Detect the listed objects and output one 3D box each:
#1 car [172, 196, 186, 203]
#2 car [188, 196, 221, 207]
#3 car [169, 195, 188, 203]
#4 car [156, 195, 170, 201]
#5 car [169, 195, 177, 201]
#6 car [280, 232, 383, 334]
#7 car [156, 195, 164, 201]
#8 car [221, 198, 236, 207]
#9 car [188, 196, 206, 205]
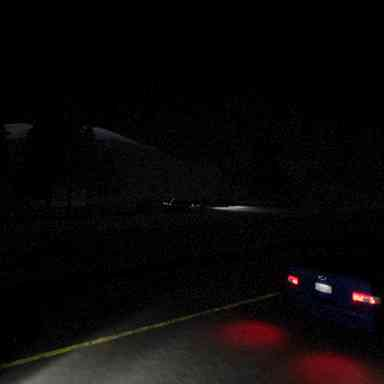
[{"bbox_3d":[-2.861,1.540,73.077,2.033,1.411,5.357,0,0,-14],"label":"car"},{"bbox_3d":[1.840,1.491,51.322,2.128,1.511,4.902,0,0,-27],"label":"car"},{"bbox_3d":[-2.006,1.564,59.509,1.994,1.385,4.181,0,0,-21],"label":"car"},{"bbox_3d":[-5.919,1.525,70.833,2.128,1.511,4.902,0,0,-18],"label":"car"},{"bbox_3d":[-5.014,1.505,88.314,2.128,1.511,4.902,0,0,-3],"label":"car"},{"bbox_3d":[4.099,1.547,6.659,5.357,1.411,2.033,0,0,-35],"label":"car"},{"bbox_3d":[-8.327,1.534,85.534,2.033,1.411,5.357,0,0,-7],"label":"car"},{"bbox_3d":[5.148,1.564,52.574,1.994,1.385,4.181,0,0,-29],"label":"car"},{"bbox_3d":[0.867,1.526,61.676,1.812,1.442,4.674,0,0,-21],"label":"car"}]
